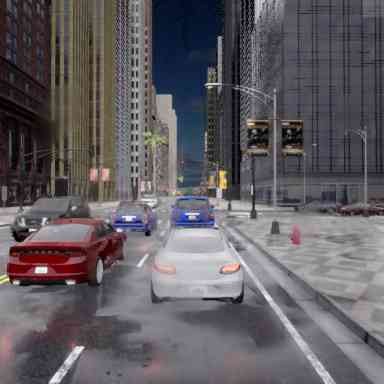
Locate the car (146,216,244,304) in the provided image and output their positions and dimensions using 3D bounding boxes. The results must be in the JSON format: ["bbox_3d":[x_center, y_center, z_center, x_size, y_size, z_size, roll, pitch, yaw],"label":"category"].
[{"bbox_3d":[0.105,1.534,8.060,1.812,1.442,4.674,0,0,0],"label":"car"}]

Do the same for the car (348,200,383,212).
[{"bbox_3d":[20.856,1.643,38.757,4.313,1.339,1.947,0,0,-1],"label":"car"}]

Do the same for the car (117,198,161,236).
[{"bbox_3d":[-3.135,1.391,18.659,2.097,1.767,4.553,0,0,0],"label":"car"}]

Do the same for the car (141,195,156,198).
[{"bbox_3d":[-6.558,1.453,50.959,2.150,2.045,5.566,0,0,0],"label":"car"}]

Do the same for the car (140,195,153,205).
[{"bbox_3d":[-9.692,1.609,71.401,2.150,2.045,5.566,0,0,0],"label":"car"}]

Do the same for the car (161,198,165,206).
[{"bbox_3d":[-6.521,1.805,60.671,1.837,1.490,4.892,0,0,1],"label":"car"}]

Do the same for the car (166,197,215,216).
[{"bbox_3d":[0.040,1.257,17.762,2.150,2.045,5.566,0,0,1],"label":"car"}]

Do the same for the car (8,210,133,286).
[{"bbox_3d":[-3.144,1.489,9.432,1.882,1.535,5.008,0,0,0],"label":"car"}]

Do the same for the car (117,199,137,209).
[{"bbox_3d":[-9.806,1.778,50.918,2.033,1.411,5.357,0,0,0],"label":"car"}]

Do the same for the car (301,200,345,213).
[{"bbox_3d":[15.216,1.663,38.674,4.313,1.339,1.947,0,0,-1],"label":"car"}]

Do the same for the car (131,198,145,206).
[{"bbox_3d":[-9.769,1.827,60.827,1.812,1.442,4.674,0,0,1],"label":"car"}]

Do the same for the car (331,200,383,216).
[{"bbox_3d":[15.339,1.577,30.151,4.206,1.307,1.802,0,0,-1],"label":"car"}]

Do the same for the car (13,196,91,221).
[{"bbox_3d":[-6.675,1.252,16.541,2.150,2.045,5.566,0,0,-1],"label":"car"}]

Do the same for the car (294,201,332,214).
[{"bbox_3d":[13.227,1.635,35.891,4.181,1.385,1.994,0,-1,-1],"label":"car"}]
